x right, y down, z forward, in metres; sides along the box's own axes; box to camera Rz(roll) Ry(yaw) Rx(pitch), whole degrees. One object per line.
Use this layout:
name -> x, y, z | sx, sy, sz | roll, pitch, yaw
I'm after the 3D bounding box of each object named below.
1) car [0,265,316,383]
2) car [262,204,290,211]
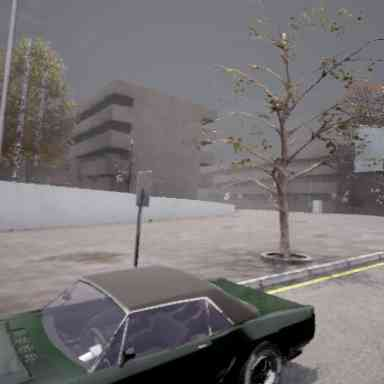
car -> -0.847, 1.607, 3.516 | 4.718, 1.301, 1.895 | 0, 0, -36
car -> 13.613, 2.683, 54.362 | 2.033, 1.411, 5.357 | 6, -4, -24
